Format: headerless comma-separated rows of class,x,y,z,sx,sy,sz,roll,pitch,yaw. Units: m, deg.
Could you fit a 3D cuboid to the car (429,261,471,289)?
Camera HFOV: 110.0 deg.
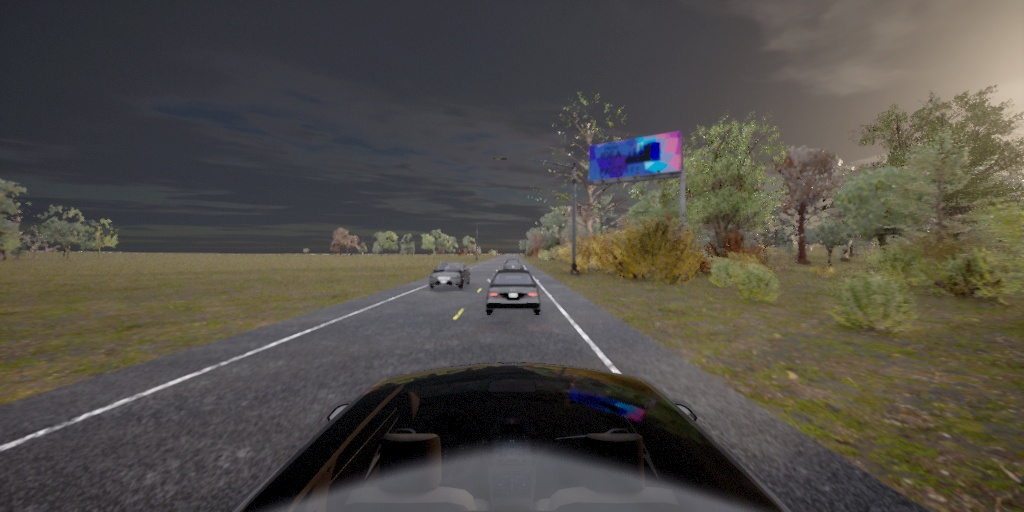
car,-3.543,1.068,21.155,2.128,1.511,4.902,0,0,1

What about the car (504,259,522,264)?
car,0.105,0.995,37.291,1.994,1.385,4.181,0,1,0

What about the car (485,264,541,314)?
car,0.048,1.195,13.213,2.033,1.411,5.357,0,1,0
